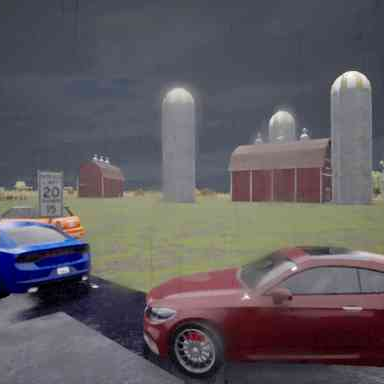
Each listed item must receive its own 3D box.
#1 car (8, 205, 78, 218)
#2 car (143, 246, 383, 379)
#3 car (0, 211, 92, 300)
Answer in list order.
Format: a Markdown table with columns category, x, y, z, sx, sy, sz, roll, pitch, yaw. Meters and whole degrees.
| category | x | y | z | sx | sy | sz | roll | pitch | yaw |
| --- | --- | --- | --- | --- | --- | --- | --- | --- | --- |
| car | -7.159 | 1.368 | 14.382 | 4.553 | 1.767 | 2.097 | 0 | 0 | 11 |
| car | 1.659 | 1.541 | 4.779 | 4.674 | 1.442 | 1.812 | 0 | 0 | 3 |
| car | -4.594 | 1.480 | 8.509 | 5.008 | 1.535 | 1.882 | 0 | 0 | 39 |
